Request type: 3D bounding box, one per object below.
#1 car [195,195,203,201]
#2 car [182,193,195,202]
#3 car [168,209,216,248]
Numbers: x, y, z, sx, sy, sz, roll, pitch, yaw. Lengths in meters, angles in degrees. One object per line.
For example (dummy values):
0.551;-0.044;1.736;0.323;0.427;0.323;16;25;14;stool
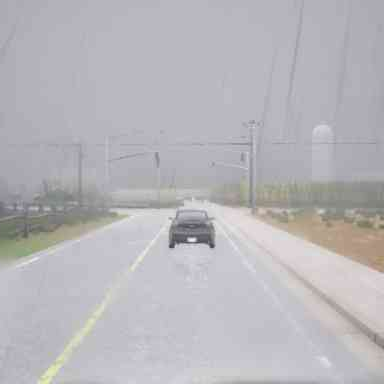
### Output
1.603;1.496;83.028;1.882;1.535;5.008;0;0;-3;car
-1.143;1.253;75.630;2.150;2.045;5.566;0;0;-3;car
0.000;1.515;14.650;1.837;1.490;4.892;0;0;0;car
